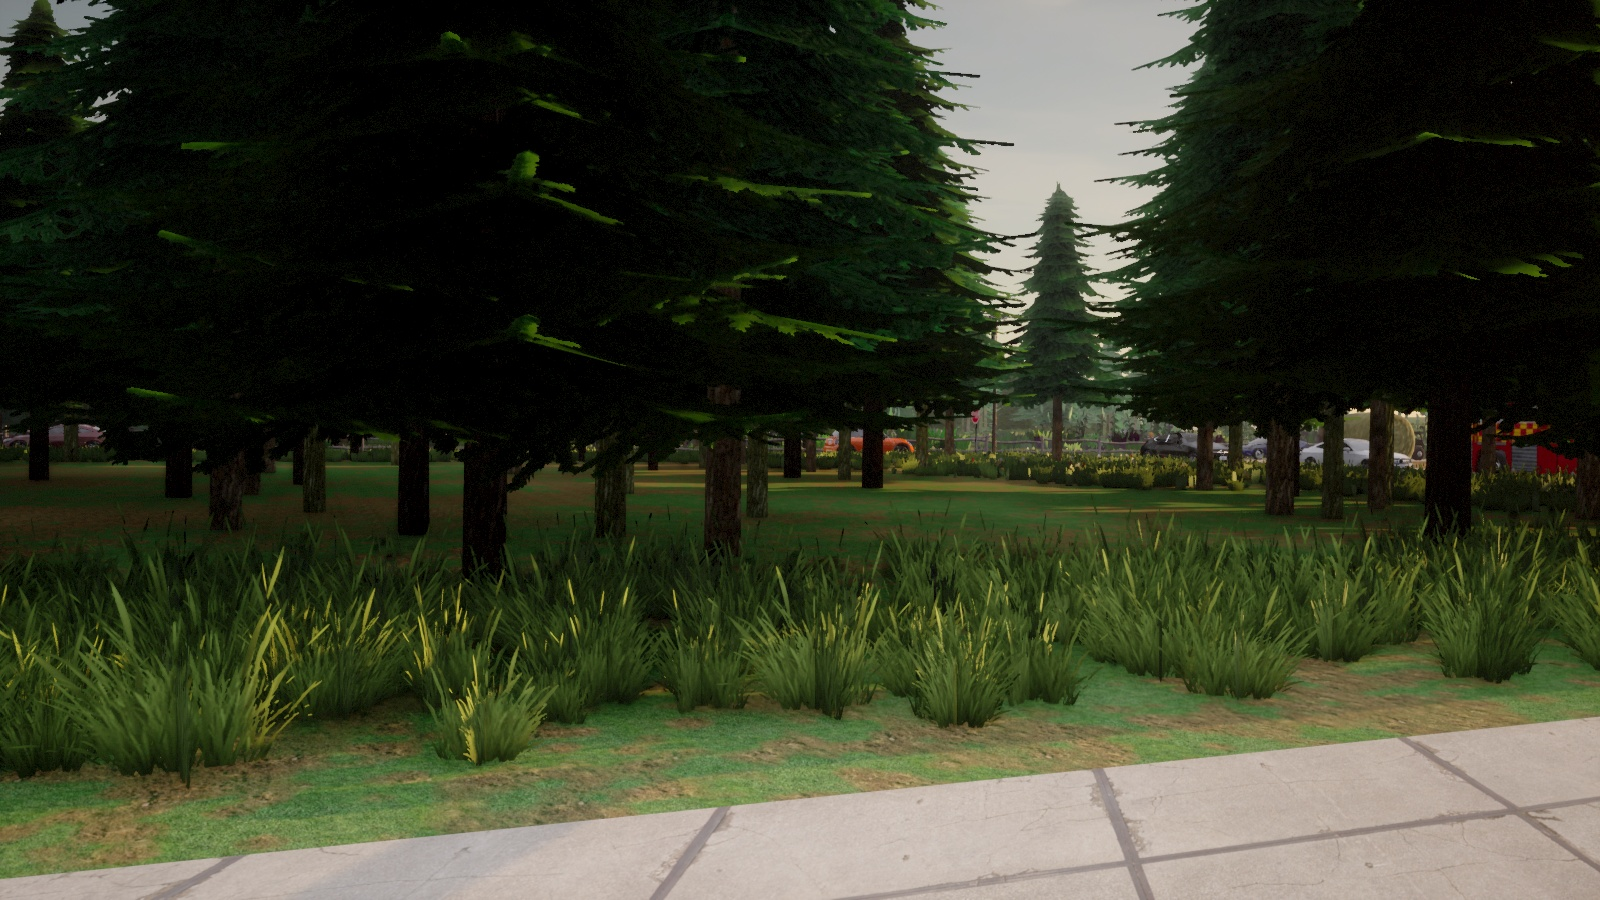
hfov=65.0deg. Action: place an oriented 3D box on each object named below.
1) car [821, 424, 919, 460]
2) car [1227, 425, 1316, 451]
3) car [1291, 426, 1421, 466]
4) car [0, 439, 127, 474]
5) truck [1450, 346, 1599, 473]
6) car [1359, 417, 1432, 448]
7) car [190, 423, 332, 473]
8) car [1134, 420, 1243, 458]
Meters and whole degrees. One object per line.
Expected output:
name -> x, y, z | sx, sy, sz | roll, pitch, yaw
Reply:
car -> 3.577, -0.440, 64.520 | 4.553, 1.767, 2.097 | -1, 1, -18
car -> 28.677, -0.763, 76.392 | 4.792, 1.488, 2.163 | -1, 1, -18
car -> 21.358, -0.169, 48.465 | 1.812, 1.442, 4.674 | -1, 1, -21
car -> -32.556, 0.271, 55.574 | 4.674, 1.442, 1.812 | -1, 1, -20
truck -> 24.896, -1.245, 39.123 | 2.891, 3.827, 8.468 | -1, 1, -21
car -> 37.596, -1.110, 79.296 | 3.866, 1.878, 1.905 | -1, 1, -18
car -> -23.514, -0.125, 55.082 | 5.566, 2.045, 2.150 | -1, 1, -20
car -> 17.767, -0.528, 57.734 | 2.152, 1.651, 5.027 | -1, 1, -21
